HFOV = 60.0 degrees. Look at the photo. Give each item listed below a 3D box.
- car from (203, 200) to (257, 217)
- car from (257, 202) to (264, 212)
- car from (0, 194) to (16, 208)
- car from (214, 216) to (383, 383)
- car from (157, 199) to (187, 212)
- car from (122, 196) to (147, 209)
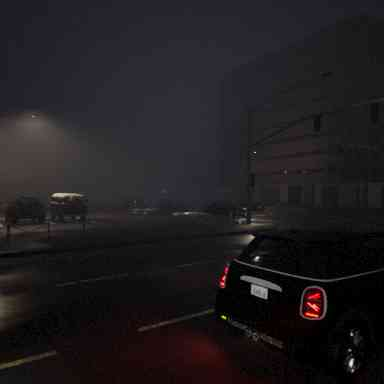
[{"bbox_3d":[3.208,1.603,31.455,2.033,1.411,5.357,0,0,-35],"label":"car"},{"bbox_3d":[6.472,1.619,39.297,1.994,1.385,4.181,0,0,-35],"label":"car"},{"bbox_3d":[-31.674,1.209,56.493,1.932,1.855,4.605,0,0,-35],"label":"car"},{"bbox_3d":[2.637,1.352,5.682,4.553,1.767,2.097,0,0,-35],"label":"car"},{"bbox_3d":[-2.483,1.581,39.489,1.812,1.442,4.674,0,0,-36],"label":"car"},{"bbox_3d":[-8.243,1.408,47.605,2.097,1.767,4.553,0,0,-35],"label":"car"}]
